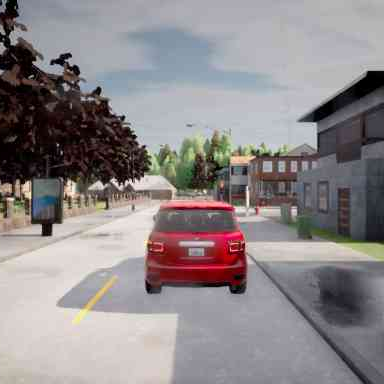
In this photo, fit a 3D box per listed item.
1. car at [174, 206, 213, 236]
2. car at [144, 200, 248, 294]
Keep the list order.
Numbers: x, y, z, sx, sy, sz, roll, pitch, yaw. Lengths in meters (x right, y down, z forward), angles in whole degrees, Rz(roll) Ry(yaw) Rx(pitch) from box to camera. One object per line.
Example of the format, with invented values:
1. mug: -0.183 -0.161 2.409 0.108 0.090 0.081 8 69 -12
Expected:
1. car: 0.065 1.564 19.289 1.994 1.385 4.181 0 0 0
2. car: 0.079 1.221 8.921 2.150 2.045 5.566 0 0 0
